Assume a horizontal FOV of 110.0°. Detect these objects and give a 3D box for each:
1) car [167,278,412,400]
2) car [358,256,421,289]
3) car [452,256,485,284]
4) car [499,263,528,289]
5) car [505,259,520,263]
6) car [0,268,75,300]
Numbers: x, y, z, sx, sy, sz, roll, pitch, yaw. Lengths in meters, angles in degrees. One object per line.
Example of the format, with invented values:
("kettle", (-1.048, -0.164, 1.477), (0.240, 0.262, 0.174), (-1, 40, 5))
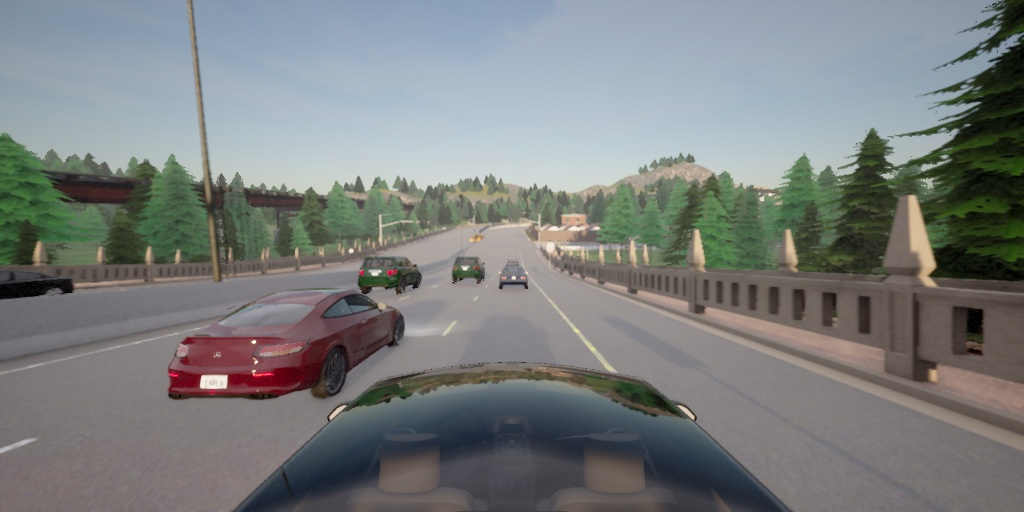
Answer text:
("car", (-3.401, 1.293, 6.397), (1.812, 1.442, 4.674), (0, -1, 0))
("car", (-6.900, 1.036, 20.732), (2.150, 2.045, 5.566), (0, -1, 0))
("car", (-3.400, 1.064, 28.709), (2.150, 2.045, 5.566), (0, -1, 0))
("car", (0.100, 1.376, 24.024), (2.033, 1.411, 5.357), (0, 0, 0))
("car", (0.100, 1.117, 48.398), (2.128, 1.511, 4.902), (0, 3, 0))
("car", (-21.060, 1.273, 14.311), (1.882, 1.535, 5.008), (0, -1, 0))
